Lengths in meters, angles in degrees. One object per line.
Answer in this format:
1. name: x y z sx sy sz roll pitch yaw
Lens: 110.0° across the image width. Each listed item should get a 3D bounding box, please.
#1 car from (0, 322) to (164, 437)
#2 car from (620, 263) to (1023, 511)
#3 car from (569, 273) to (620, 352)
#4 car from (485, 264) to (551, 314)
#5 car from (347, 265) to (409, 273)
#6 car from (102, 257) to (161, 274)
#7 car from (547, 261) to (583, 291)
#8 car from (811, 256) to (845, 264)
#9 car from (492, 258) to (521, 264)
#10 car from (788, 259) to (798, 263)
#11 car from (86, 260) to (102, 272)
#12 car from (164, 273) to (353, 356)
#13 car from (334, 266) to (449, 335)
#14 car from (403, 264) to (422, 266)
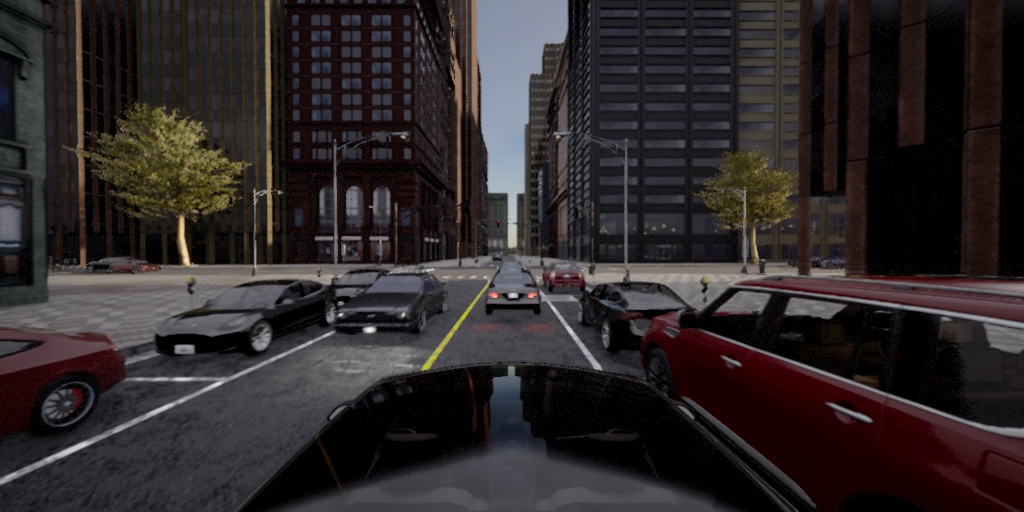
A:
1. car: -5.761 1.327 2.865 1.802 1.307 4.207 0 0 0
2. car: 2.764 1.049 2.880 2.192 1.841 5.009 0 0 0
3. car: 2.756 1.239 8.516 1.948 1.339 4.313 0 0 0
4. car: 0.045 1.177 13.033 2.033 1.411 5.357 0 1 0
5. car: -5.778 1.191 14.137 1.948 1.339 4.313 0 0 0
6. car: -39.740 1.098 37.778 4.181 1.385 1.994 0 1 0
7. car: 2.739 0.994 19.787 1.967 1.591 4.097 0 0 0
8. car: 37.103 0.752 41.459 4.181 1.385 1.994 0 1 0
9. car: -0.031 1.064 23.683 2.033 1.411 5.357 0 1 0
10. car: 36.933 0.702 44.697 4.181 1.385 1.994 0 1 0
11. car: -45.691 0.859 41.111 4.553 1.767 2.097 0 1 0
12. car: -5.769 1.251 8.501 1.948 1.339 4.313 0 0 0
13. car: -3.106 1.207 10.490 2.033 1.411 5.357 0 1 0
14. car: -5.787 1.116 19.773 2.007 1.370 4.403 0 0 0
